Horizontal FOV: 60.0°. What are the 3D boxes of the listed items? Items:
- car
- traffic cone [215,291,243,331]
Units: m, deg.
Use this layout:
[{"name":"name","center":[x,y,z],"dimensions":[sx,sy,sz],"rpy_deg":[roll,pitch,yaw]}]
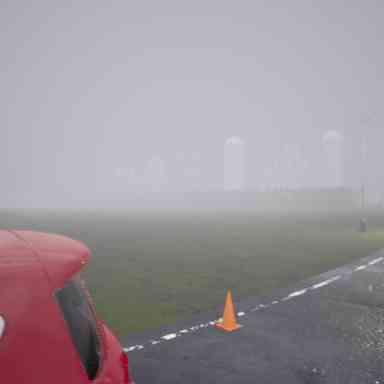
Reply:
[{"name":"car","center":[-2.780,1.230,0.683],"dimensions":[5.566,2.045,2.150],"rpy_deg":[0,0,-35]},{"name":"traffic cone","center":[0.634,2.005,5.705],"dimensions":[0.340,0.580,0.340],"rpy_deg":[0,-1,-39]}]
